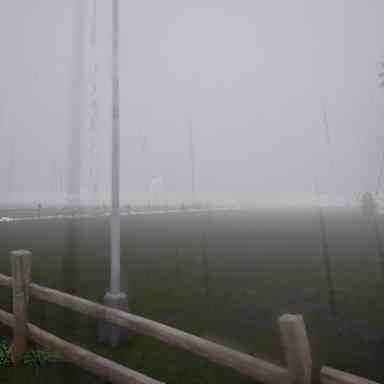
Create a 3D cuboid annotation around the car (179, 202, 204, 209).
[{"bbox_3d":[-0.002,2.433,59.899,2.033,1.411,5.357,-1,-1,35],"label":"car"}]
